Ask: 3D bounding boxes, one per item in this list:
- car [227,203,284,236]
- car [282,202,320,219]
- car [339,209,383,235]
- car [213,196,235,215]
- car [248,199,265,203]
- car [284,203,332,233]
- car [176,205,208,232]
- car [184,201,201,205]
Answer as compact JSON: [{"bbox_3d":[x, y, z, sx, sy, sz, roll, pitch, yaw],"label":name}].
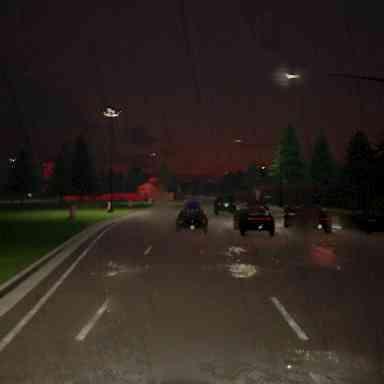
[{"bbox_3d":[3.507,1.617,19.471,2.128,1.511,4.902,0,0,0],"label":"car"},{"bbox_3d":[10.532,1.756,32.667,2.033,1.411,5.357,0,0,1],"label":"car"},{"bbox_3d":[10.510,1.692,19.915,1.994,1.385,4.181,0,0,0],"label":"car"},{"bbox_3d":[3.564,1.460,36.832,2.150,2.045,5.566,0,0,0],"label":"car"},{"bbox_3d":[7.062,1.588,37.128,2.097,1.767,4.553,0,0,0],"label":"car"},{"bbox_3d":[7.019,1.639,20.621,1.837,1.490,4.892,0,0,1],"label":"car"},{"bbox_3d":[0.019,1.736,21.049,1.895,1.301,4.718,0,0,0],"label":"car"},{"bbox_3d":[0.074,1.777,39.343,1.812,1.442,4.674,0,0,0],"label":"car"}]
